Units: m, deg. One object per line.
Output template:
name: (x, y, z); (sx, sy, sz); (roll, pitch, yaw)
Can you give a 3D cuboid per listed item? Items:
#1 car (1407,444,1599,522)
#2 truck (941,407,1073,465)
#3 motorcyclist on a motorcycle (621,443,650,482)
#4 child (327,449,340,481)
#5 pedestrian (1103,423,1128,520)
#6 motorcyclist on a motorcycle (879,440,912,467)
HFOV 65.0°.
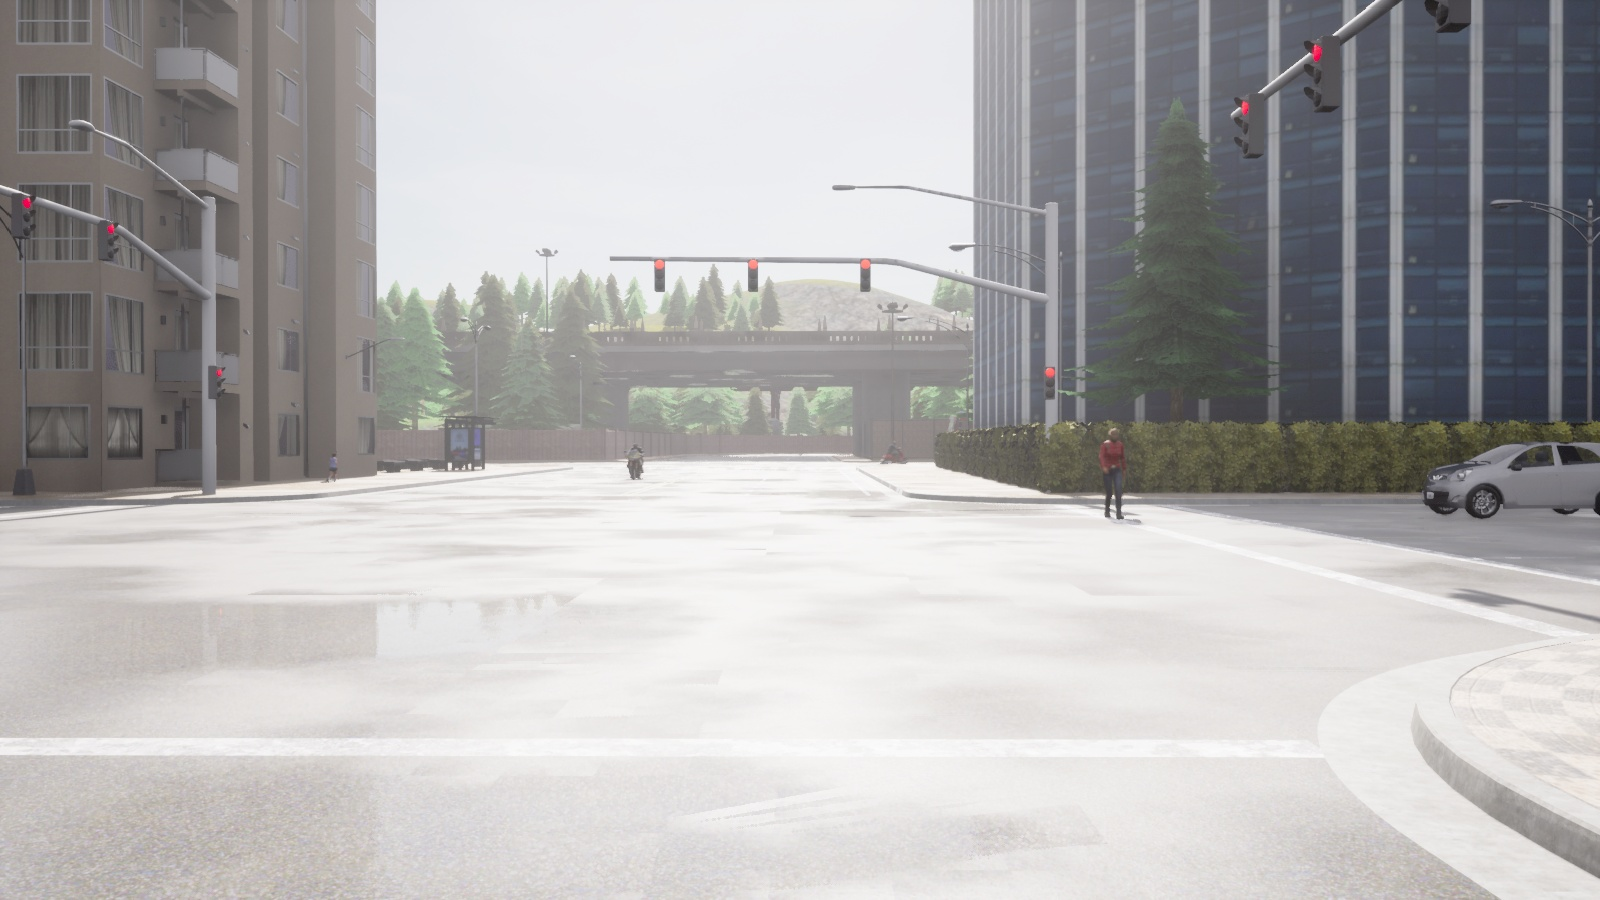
car: (14.359, 0.631, 24.997); (3.633, 1.501, 1.845); (0, 0, 0)
truck: (14.019, -0.945, 85.445); (8.468, 3.827, 2.891); (0, 0, 0)
motorcyclist on a motorcycle: (-6.703, 0.487, 51.185); (0.866, 1.530, 2.191); (0, 0, 0)
child: (-16.128, 0.527, 43.409); (0.255, 1.110, 0.394); (0, 0, 7)
pedestrian: (6.090, 0.412, 24.272); (0.331, 1.846, 0.636); (0, 0, 1)
motorcyclist on a motorcycle: (5.894, 0.214, 77.679); (1.817, 1.590, 0.866); (0, 2, -22)
